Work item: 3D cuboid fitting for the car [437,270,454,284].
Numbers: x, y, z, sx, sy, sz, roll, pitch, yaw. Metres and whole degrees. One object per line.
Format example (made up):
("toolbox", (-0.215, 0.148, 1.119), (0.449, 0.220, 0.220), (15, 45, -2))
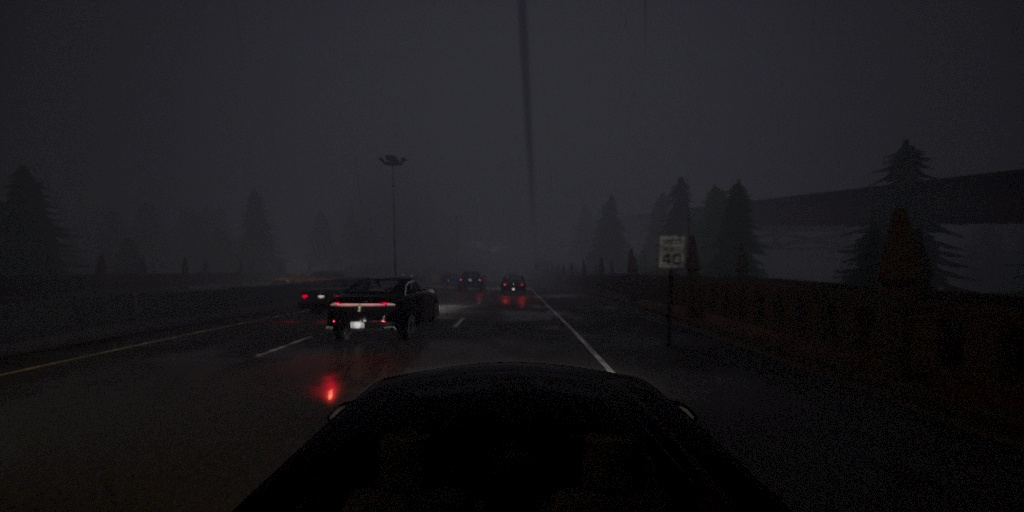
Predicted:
("car", (-6.892, 2.600, 41.418), (1.882, 1.535, 5.008), (0, -2, 0))

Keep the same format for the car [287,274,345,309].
("car", (-6.897, 1.628, 15.452), (2.033, 1.411, 5.357), (0, -2, 0))

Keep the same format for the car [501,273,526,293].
("car", (0.105, 2.200, 28.315), (1.895, 1.301, 4.718), (0, -2, 0))

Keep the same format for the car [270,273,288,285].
("car", (-21.082, 2.331, 34.686), (1.882, 1.535, 5.008), (0, -2, 0))

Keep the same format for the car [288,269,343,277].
("car", (-14.090, 1.891, 26.837), (2.097, 1.767, 4.553), (0, -2, 0))

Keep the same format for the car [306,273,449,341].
("car", (-3.399, 1.375, 10.311), (2.128, 1.511, 4.902), (0, -2, 0))

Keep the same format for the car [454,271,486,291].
("car", (-3.394, 2.069, 31.267), (2.097, 1.767, 4.553), (0, -2, 0))
